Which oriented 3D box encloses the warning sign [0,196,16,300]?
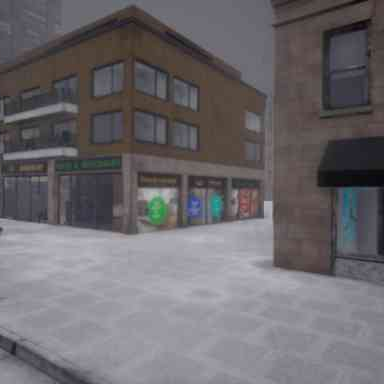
[{"bbox_3d":[-4.089,1.016,5.989,1.060,1.860,1.300,1,1,36],"label":"warning sign"}]
